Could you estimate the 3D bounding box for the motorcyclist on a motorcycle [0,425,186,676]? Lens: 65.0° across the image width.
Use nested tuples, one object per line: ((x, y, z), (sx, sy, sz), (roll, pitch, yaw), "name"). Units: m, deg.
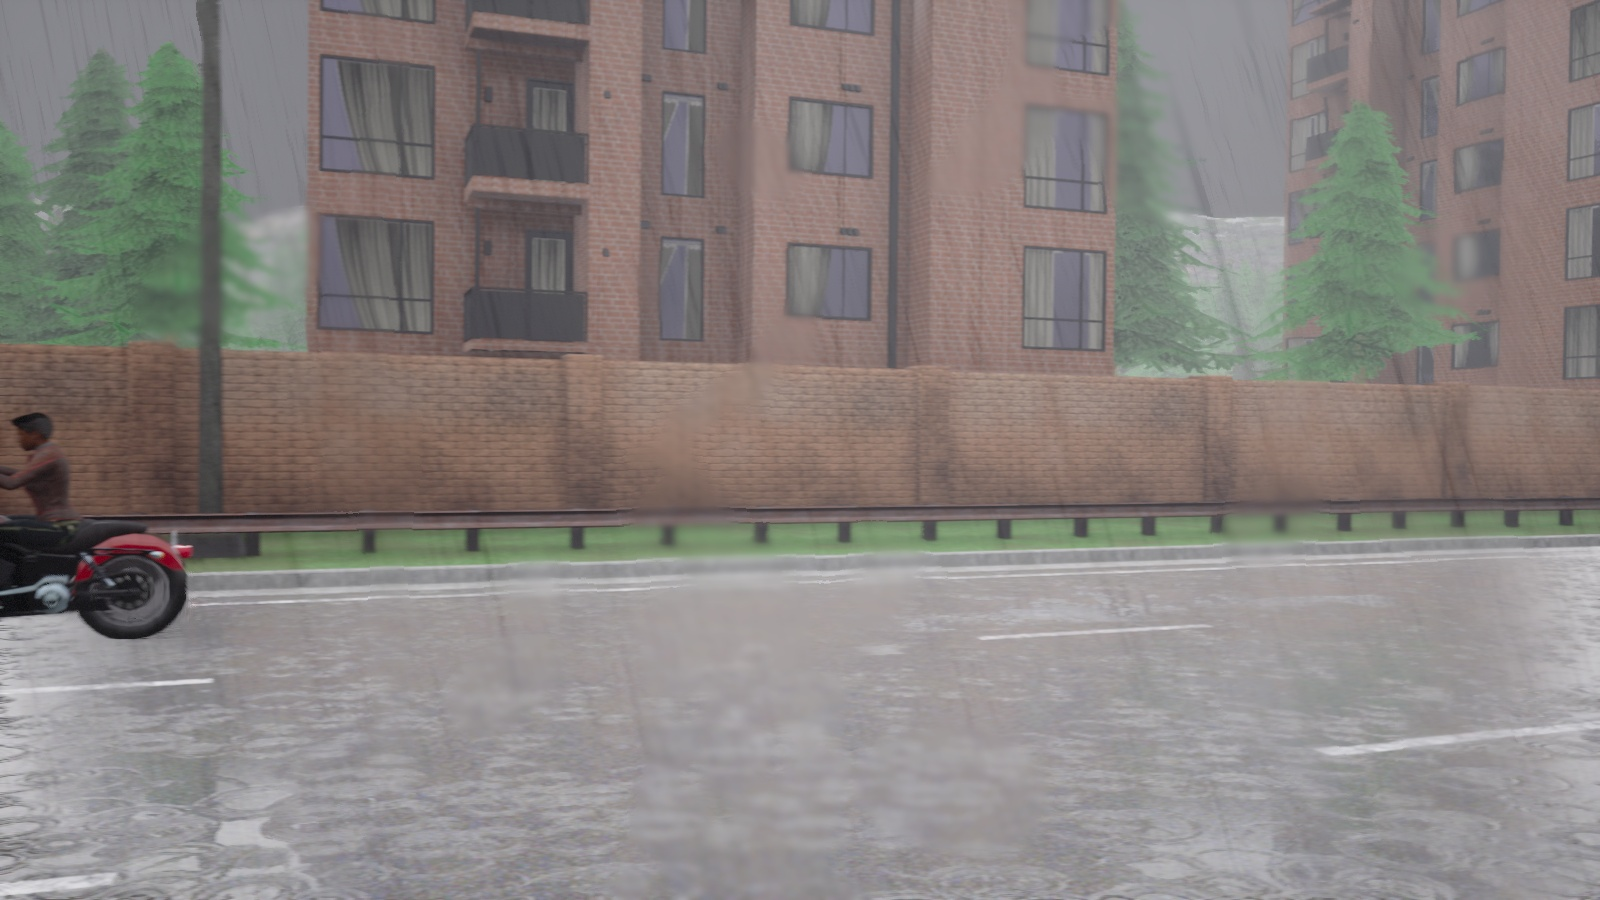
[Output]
((-5.570, 0.668, 8.611), (2.350, 1.649, 0.766), (-1, 1, -21), "motorcyclist on a motorcycle")
